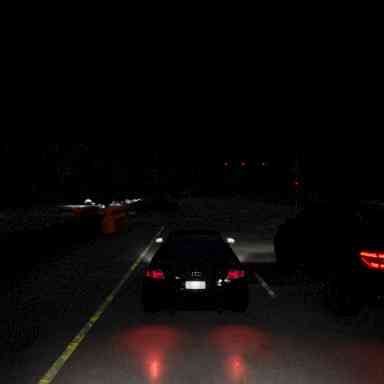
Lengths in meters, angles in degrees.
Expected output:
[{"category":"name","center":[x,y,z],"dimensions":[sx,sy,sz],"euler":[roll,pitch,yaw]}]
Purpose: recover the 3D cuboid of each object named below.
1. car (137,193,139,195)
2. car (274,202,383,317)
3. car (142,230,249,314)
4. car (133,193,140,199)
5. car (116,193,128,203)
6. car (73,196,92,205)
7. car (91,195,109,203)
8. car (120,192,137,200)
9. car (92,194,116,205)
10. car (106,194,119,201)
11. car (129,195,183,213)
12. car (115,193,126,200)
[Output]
[{"category":"car","center":[-14.473,1.295,83.629],"dimensions":[1.895,1.301,4.718],"euler":[0,0,-3]},{"category":"car","center":[3.591,1.221,7.627],"dimensions":[2.150,2.045,5.566],"euler":[0,0,-2]},{"category":"car","center":[0.069,1.563,7.698],"dimensions":[1.994,1.385,4.181],"euler":[0,0,0]},{"category":"car","center":[-15.775,1.155,93.780],"dimensions":[1.837,1.490,4.892],"euler":[0,0,-11]},{"category":"car","center":[-14.342,1.387,64.249],"dimensions":[1.895,1.301,4.718],"euler":[0,0,0]},{"category":"car","center":[-17.840,1.377,54.515],"dimensions":[2.033,1.411,5.357],"euler":[0,0,0]},{"category":"car","center":[-17.831,1.331,64.942],"dimensions":[2.033,1.411,5.357],"euler":[0,0,0]},{"category":"car","center":[-14.360,0.968,74.010],"dimensions":[2.150,2.045,5.566],"euler":[0,0,0]},{"category":"car","center":[-14.335,1.396,54.143],"dimensions":[1.994,1.385,4.181],"euler":[0,0,0]},{"category":"car","center":[-17.864,1.240,74.621],"dimensions":[1.837,1.490,4.892],"euler":[0,0,0]},{"category":"car","center":[-3.821,1.411,35.209],"dimensions":[4.902,1.511,2.128],"euler":[0,0,-15]},{"category":"car","center":[-17.979,1.056,83.590],"dimensions":[2.097,1.767,4.553],"euler":[0,0,-3]}]
